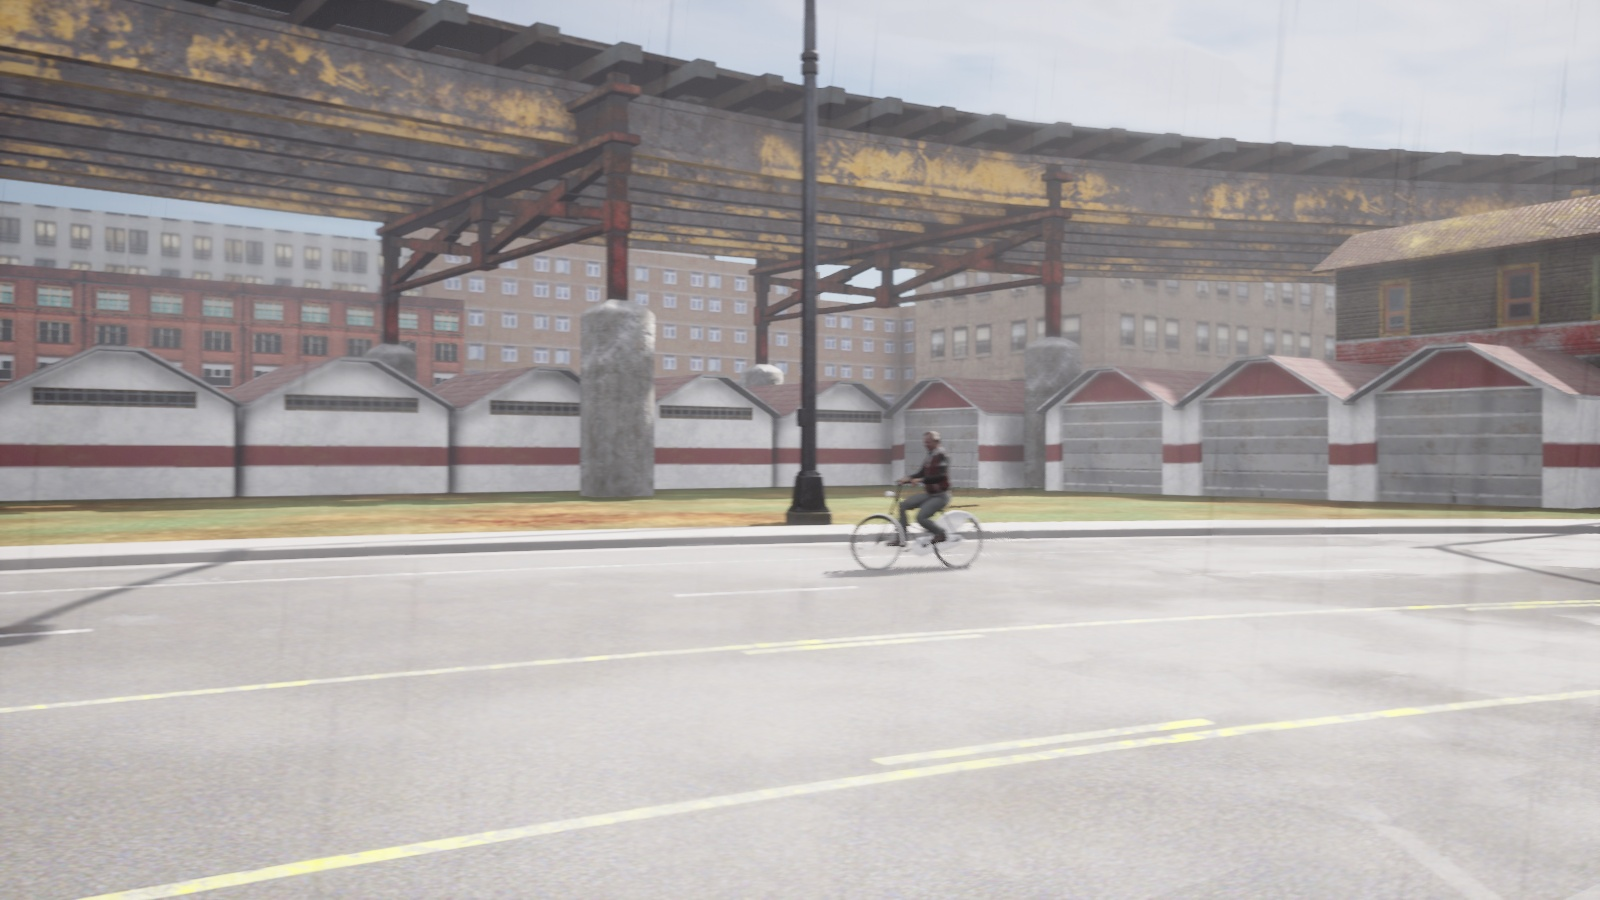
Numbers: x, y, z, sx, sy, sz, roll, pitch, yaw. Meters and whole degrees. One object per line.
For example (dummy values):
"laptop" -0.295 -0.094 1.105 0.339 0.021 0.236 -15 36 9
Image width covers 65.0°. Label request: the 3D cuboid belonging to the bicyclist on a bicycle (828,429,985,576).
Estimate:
"bicyclist on a bicycle" 1.343 0.637 15.828 1.843 1.776 0.659 0 1 -21
